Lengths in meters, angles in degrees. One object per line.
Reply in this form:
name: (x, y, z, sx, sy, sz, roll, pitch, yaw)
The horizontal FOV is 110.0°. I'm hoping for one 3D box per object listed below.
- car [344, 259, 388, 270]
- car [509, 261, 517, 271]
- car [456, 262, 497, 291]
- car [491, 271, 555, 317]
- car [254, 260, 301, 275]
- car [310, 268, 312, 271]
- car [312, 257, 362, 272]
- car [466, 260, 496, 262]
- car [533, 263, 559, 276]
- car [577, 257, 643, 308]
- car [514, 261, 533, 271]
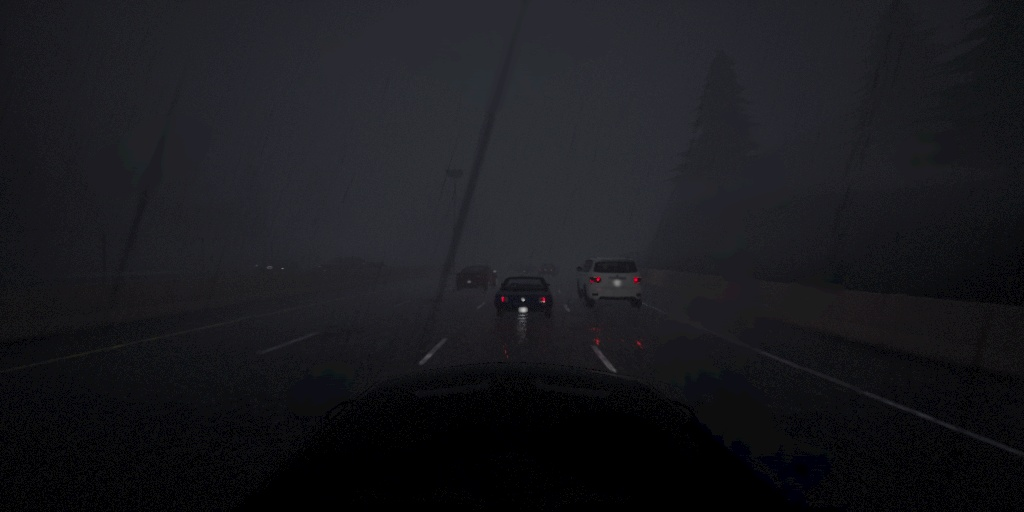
car: (-14.440, 1.359, 36.648, 2.128, 1.511, 4.902, 0, 0, 10)
car: (1.000, 1.521, 55.922, 1.882, 1.535, 5.008, 0, 0, 16)
car: (-2.142, 1.330, 22.984, 1.882, 1.535, 5.008, 0, 0, 7)
car: (0.506, 1.416, 13.570, 1.895, 1.301, 4.718, 0, 0, 4)
car: (-24.827, 1.176, 38.098, 2.097, 1.767, 4.553, 0, 0, 10)
car: (-20.787, 1.384, 40.844, 1.812, 1.442, 4.674, 0, 0, 11)
car: (-17.830, 1.077, 37.732, 2.150, 2.045, 5.566, 0, 0, 10)
car: (-3.352, 1.452, 38.022, 1.812, 1.442, 4.674, 0, 0, 11)
car: (4.099, 1.521, 39.980, 2.033, 1.411, 5.357, 0, 0, 13)
car: (4.201, 1.070, 16.069, 2.150, 2.045, 5.566, 0, 0, 6)
car: (2.076, 1.599, 46.542, 1.895, 1.301, 4.718, 0, 0, 14)
